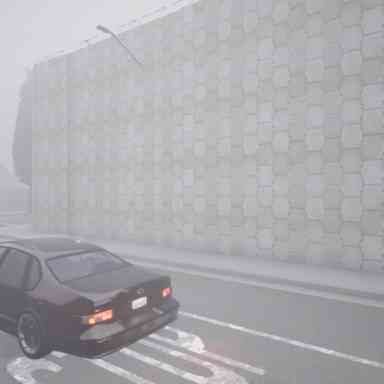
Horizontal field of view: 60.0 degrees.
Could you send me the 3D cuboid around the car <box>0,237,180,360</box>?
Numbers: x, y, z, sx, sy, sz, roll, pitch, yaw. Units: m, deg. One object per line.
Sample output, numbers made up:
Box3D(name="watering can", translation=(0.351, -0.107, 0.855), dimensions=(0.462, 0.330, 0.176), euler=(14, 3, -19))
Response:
Box3D(name="car", translation=(-2.760, 1.547, 5.950), dimensions=(5.357, 1.411, 2.033), euler=(0, 0, 35))
